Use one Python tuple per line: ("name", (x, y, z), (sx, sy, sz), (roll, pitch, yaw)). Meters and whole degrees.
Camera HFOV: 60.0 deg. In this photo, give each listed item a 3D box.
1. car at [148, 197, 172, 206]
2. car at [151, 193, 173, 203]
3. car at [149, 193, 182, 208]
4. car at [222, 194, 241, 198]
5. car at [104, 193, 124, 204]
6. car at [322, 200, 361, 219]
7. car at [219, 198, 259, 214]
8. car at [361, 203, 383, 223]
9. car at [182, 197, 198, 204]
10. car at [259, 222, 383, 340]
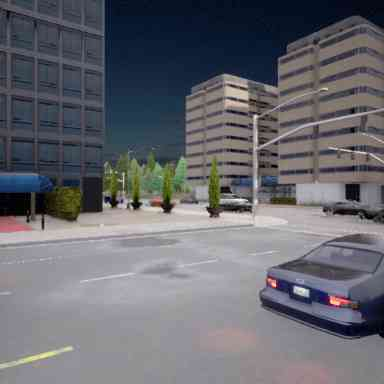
("car", (-5.415, 1.601, 56.146), (1.895, 1.301, 4.718), (0, 0, -35))
("car", (-6.367, 1.223, 69.982), (2.150, 2.045, 5.566), (0, 0, -35))
("car", (-3.912, 1.351, 47.888), (2.097, 1.767, 4.553), (0, 0, -35))
("car", (4.692, 1.222, 41.698), (2.150, 2.045, 5.566), (0, 0, -35))
("car", (-14.962, 1.221, 63.816), (2.150, 2.045, 5.566), (0, 0, -35))
("car", (13.754, 1.493, 28.770), (2.128, 1.511, 4.902), (0, 0, -35))
("car", (4.863, 1.601, 35.348), (1.895, 1.301, 4.718), (0, 0, -35))
("car", (14.199, 1.601, 22.038), (1.895, 1.301, 4.718), (0, 0, -35))
("car", (-0.647, 1.564, 61.855), (1.994, 1.385, 4.181), (0, 0, -34))
("car", (3.702, 1.547, 6.462), (5.357, 1.411, 2.033), (0, 0, -35))
